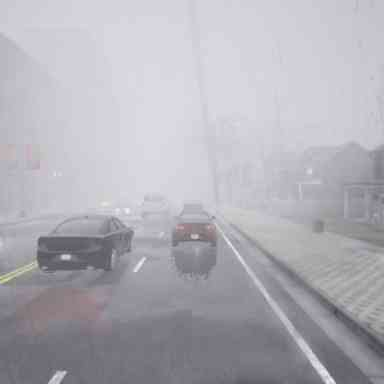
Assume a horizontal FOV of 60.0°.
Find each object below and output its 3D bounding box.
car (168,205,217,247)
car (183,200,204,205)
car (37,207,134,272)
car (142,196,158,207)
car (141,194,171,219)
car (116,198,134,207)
[{"bbox_3d":[0.110,1.523,14.962,1.812,1.442,4.674,0,0,0],"label":"car"},{"bbox_3d":[0.119,1.464,32.030,1.882,1.535,5.008,0,0,0],"label":"car"},{"bbox_3d":[-3.143,1.476,10.771,1.882,1.535,5.008,0,0,0],"label":"car"},{"bbox_3d":[-6.531,1.467,51.718,1.837,1.490,4.892,0,0,0],"label":"car"},{"bbox_3d":[-3.130,1.205,29.484,2.150,2.045,5.566,0,-1,0],"label":"car"},{"bbox_3d":[-9.799,1.568,48.681,1.895,1.301,4.718,0,0,0],"label":"car"}]
